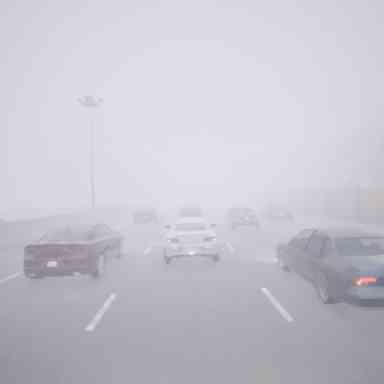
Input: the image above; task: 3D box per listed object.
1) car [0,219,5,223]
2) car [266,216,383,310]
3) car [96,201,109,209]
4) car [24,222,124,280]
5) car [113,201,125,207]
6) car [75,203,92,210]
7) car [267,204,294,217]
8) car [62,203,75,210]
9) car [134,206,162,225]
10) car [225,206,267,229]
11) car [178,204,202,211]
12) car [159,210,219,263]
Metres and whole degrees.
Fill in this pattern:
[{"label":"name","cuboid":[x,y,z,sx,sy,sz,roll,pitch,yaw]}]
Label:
[{"label":"car","cuboid":[-14.298,2.200,21.507,2.033,1.411,5.357,-2,-1,2]},{"label":"car","cuboid":[3.483,1.528,7.980,2.033,1.411,5.357,-2,-1,0]},{"label":"car","cuboid":[-18.825,2.790,70.191,1.837,1.490,4.892,-2,-1,-2]},{"label":"car","cuboid":[-3.528,1.697,10.844,1.882,1.535,5.008,-2,-1,0]},{"label":"car","cuboid":[-15.327,2.712,70.298,2.128,1.511,4.902,-2,-1,-2]},{"label":"car","cuboid":[-22.320,2.933,70.083,2.033,1.411,5.357,-2,-1,-2]},{"label":"car","cuboid":[6.849,1.646,27.296,1.994,1.385,4.181,-2,-1,0]},{"label":"car","cuboid":[-25.818,3.022,69.975,2.128,1.511,4.902,-2,-1,-2]},{"label":"car","cuboid":[-3.650,1.879,27.960,1.882,1.535,5.008,-2,-1,0]},{"label":"car","cuboid":[3.353,1.686,22.735,2.033,1.411,5.357,-2,-1,0]},{"label":"car","cuboid":[-0.152,1.776,27.993,1.882,1.535,5.008,-2,-1,0]},{"label":"car","cuboid":[-0.036,1.659,12.568,1.812,1.442,4.674,-2,-1,0]}]
